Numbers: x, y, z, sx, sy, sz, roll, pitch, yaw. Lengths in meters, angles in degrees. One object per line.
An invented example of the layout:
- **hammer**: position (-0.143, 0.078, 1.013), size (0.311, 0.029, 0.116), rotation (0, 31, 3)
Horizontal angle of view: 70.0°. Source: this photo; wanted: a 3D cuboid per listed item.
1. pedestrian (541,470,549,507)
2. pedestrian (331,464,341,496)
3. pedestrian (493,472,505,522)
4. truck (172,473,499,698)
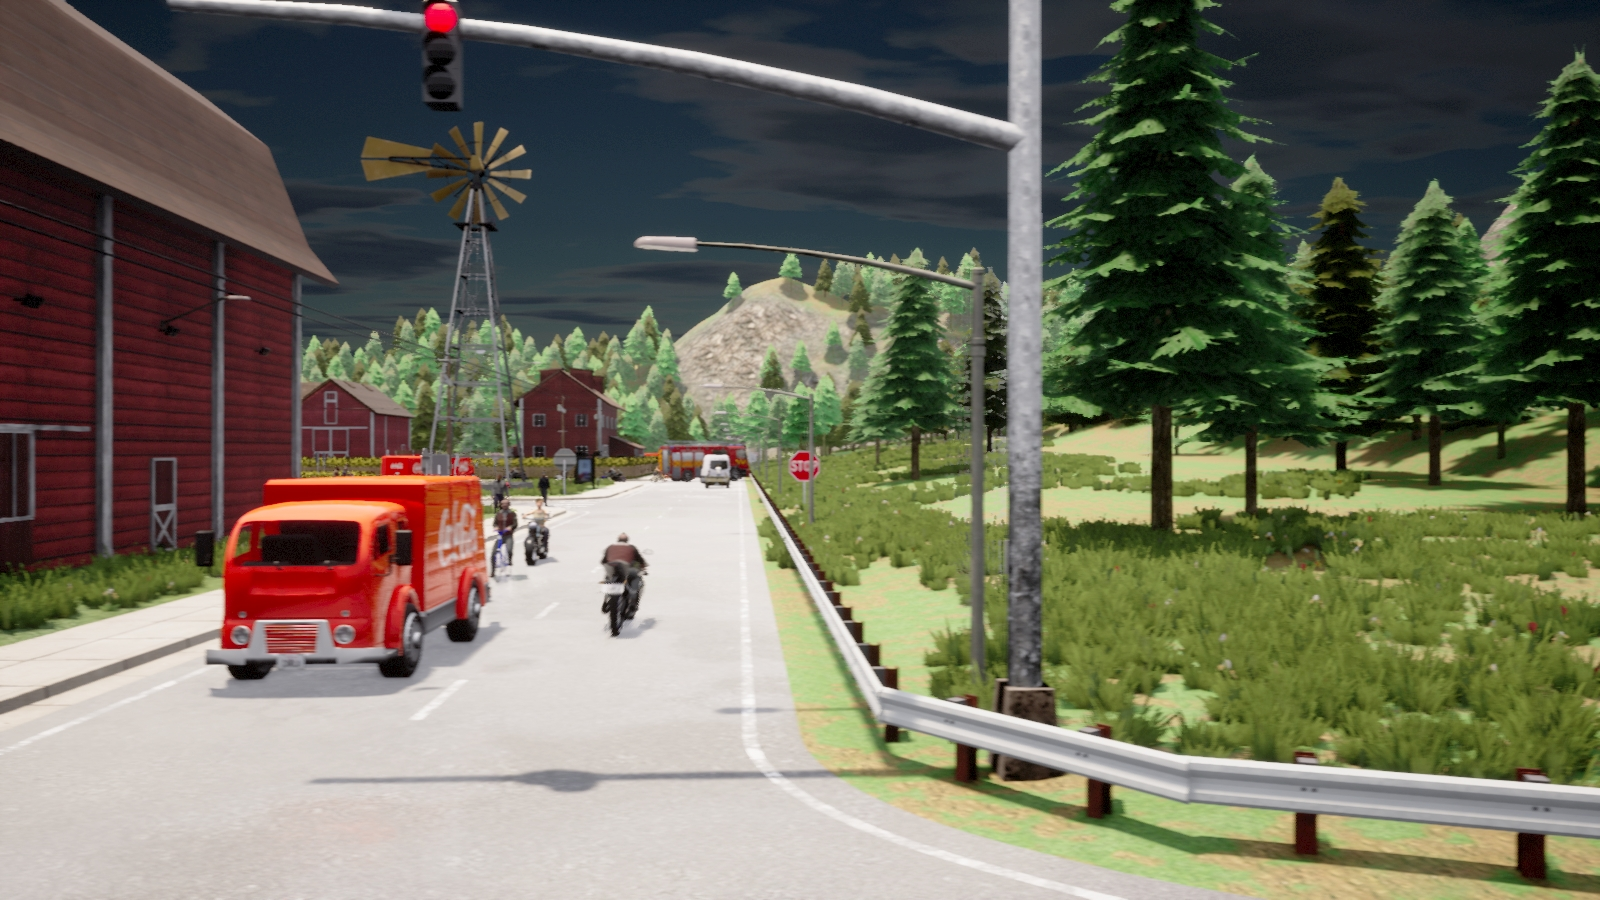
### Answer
- **pedestrian**: position (-12.835, 1.939, 57.499), size (0.375, 1.860, 0.375), rotation (0, 0, -8)
- **pedestrian**: position (-27.776, 1.798, 68.406), size (0.375, 1.860, 0.375), rotation (0, 0, 17)
- **pedestrian**: position (-11.397, 1.765, 43.232), size (0.375, 1.860, 0.375), rotation (0, 0, -4)
- **truck**: position (-5.983, 1.593, 15.664), size (2.627, 2.467, 5.204), rotation (0, 0, -3)
